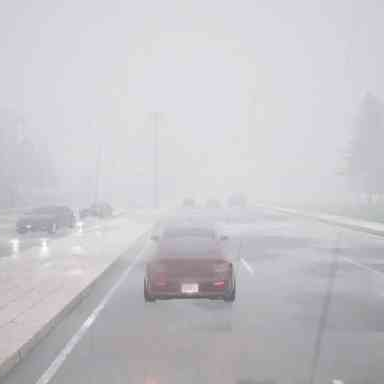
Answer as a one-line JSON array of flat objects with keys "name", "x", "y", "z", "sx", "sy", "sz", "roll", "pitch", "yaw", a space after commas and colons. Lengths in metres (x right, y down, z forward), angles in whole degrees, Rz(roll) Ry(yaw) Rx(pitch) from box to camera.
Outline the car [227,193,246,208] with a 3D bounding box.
[{"name": "car", "x": 6.558, "y": 1.221, "z": 49.221, "sx": 2.150, "sy": 2.045, "sz": 5.566, "roll": 0, "pitch": 0, "yaw": -1}]

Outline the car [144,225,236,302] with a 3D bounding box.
[{"name": "car", "x": -0.057, "y": 1.526, "z": 8.148, "sx": 1.812, "sy": 1.442, "sz": 4.674, "roll": 0, "pitch": 0, "yaw": -1}]

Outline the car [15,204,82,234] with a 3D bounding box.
[{"name": "car", "x": -8.246, "y": 1.505, "z": 19.180, "sx": 1.837, "sy": 1.490, "sz": 4.892, "roll": 0, "pitch": 0, "yaw": 0}]

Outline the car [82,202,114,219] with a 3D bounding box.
[{"name": "car", "x": -8.284, "y": 1.601, "z": 29.124, "sx": 1.895, "sy": 1.301, "sz": 4.718, "roll": 0, "pitch": 0, "yaw": 0}]

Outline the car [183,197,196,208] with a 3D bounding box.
[{"name": "car", "x": -0.442, "y": 1.505, "z": 49.194, "sx": 1.837, "sy": 1.490, "sz": 4.892, "roll": 0, "pitch": 0, "yaw": -1}]

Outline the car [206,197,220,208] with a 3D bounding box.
[{"name": "car", "x": 3.058, "y": 1.526, "z": 49.235, "sx": 1.812, "sy": 1.442, "sz": 4.674, "roll": 0, "pitch": 0, "yaw": -1}]
